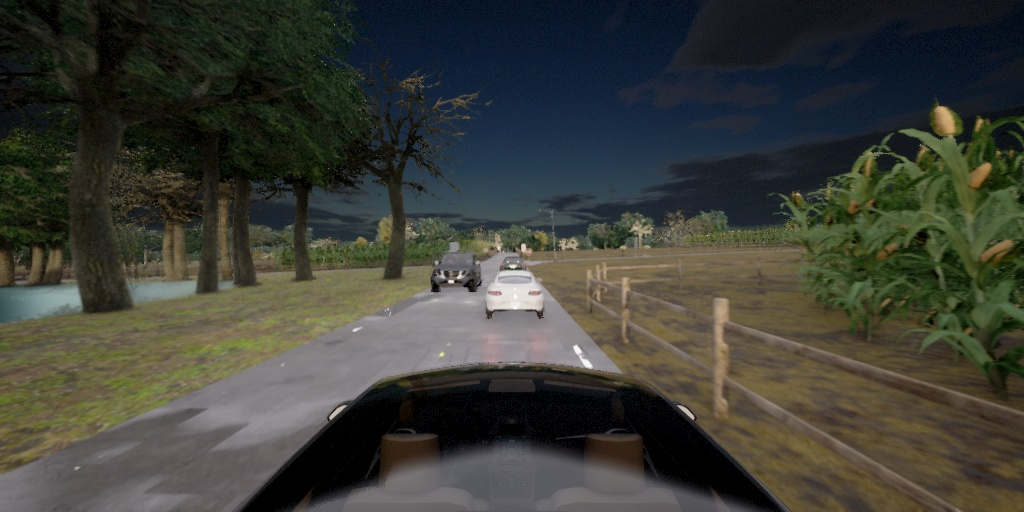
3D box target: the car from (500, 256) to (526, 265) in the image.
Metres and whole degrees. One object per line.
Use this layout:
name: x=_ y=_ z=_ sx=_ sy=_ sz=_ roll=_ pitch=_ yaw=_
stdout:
car: x=0.086 y=0.802 z=29.084 sx=2.097 sy=1.767 sz=4.553 roll=0 pitch=1 yaw=0

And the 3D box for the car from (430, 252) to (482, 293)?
car: x=-2.856 y=0.808 z=19.529 sx=2.150 sy=2.045 sz=5.566 roll=0 pitch=1 yaw=0

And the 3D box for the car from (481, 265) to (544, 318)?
car: x=0.091 y=1.200 z=12.564 sx=1.812 sy=1.442 sz=4.674 roll=0 pitch=0 yaw=0
